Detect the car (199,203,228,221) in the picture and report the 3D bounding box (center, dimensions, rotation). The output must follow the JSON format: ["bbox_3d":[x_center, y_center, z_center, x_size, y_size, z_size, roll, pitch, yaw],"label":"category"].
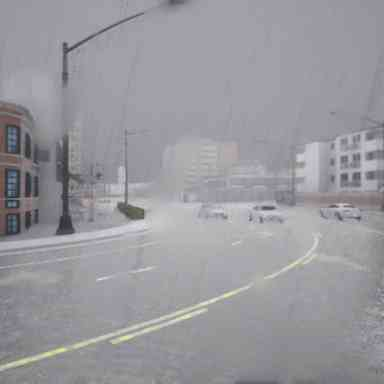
[{"bbox_3d":[1.849,1.778,30.152,1.812,1.442,4.674,0,-1,-11],"label":"car"}]

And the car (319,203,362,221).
[{"bbox_3d":[12.907,1.700,29.044,1.812,1.442,4.674,0,-1,-5],"label":"car"}]

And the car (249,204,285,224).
[{"bbox_3d":[5.920,1.723,26.722,1.812,1.442,4.674,0,-1,-5],"label":"car"}]
